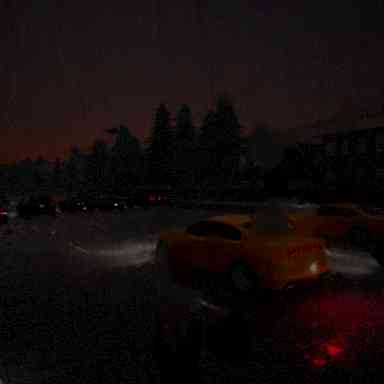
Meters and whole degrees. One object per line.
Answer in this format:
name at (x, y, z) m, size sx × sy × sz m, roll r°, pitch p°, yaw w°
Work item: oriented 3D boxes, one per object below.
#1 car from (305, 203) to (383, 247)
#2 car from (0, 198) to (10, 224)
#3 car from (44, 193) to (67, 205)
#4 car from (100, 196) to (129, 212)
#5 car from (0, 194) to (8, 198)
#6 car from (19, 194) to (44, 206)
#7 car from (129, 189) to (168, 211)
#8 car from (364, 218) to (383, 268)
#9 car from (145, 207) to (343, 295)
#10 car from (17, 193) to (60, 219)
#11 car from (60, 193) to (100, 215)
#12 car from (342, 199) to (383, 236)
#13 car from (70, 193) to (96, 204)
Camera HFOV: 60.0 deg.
car at (5.875, 1.193, 13.596) m, size 1.882 × 1.535 × 5.008 m, roll -1°, pitch 1°, yaw -37°
car at (-13.397, 1.342, 21.917) m, size 2.033 × 1.411 × 5.357 m, roll -1°, pitch 1°, yaw -37°
car at (-19.844, 0.925, 48.175) m, size 1.882 × 1.535 × 5.008 m, roll -1°, pitch 1°, yaw -37°
car at (-8.307, 1.132, 32.666) m, size 1.994 × 1.385 × 4.181 m, roll -1°, pitch 1°, yaw -37°
car at (-25.461, 1.053, 44.000) m, size 1.882 × 1.535 × 5.008 m, roll -1°, pitch 1°, yaw -37°
car at (-21.666, 1.013, 44.760) m, size 2.128 × 1.511 × 4.902 m, roll -1°, pitch 1°, yaw -37°
car at (-4.612, 0.734, 33.551) m, size 2.150 × 2.045 × 5.566 m, roll -1°, pitch 1°, yaw -37°
car at (6.487, 1.414, 6.912) m, size 1.895 × 1.301 × 4.718 m, roll -1°, pitch 1°, yaw -37°
car at (0.909, 1.327, 8.544) m, size 1.882 × 1.535 × 5.008 m, roll -1°, pitch 1°, yaw -37°
car at (-12.487, 1.063, 26.553) m, size 2.097 × 1.767 × 4.553 m, roll -1°, pitch 1°, yaw -37°
car at (-10.345, 1.132, 29.541) m, size 2.128 × 1.511 × 4.902 m, roll -1°, pitch 1°, yaw -37°
car at (9.502, 1.138, 14.580) m, size 1.882 × 1.535 × 5.008 m, roll -1°, pitch 1°, yaw -37°
car at (-16.043, 0.885, 48.930) m, size 2.128 × 1.511 × 4.902 m, roll -1°, pitch 1°, yaw -37°
